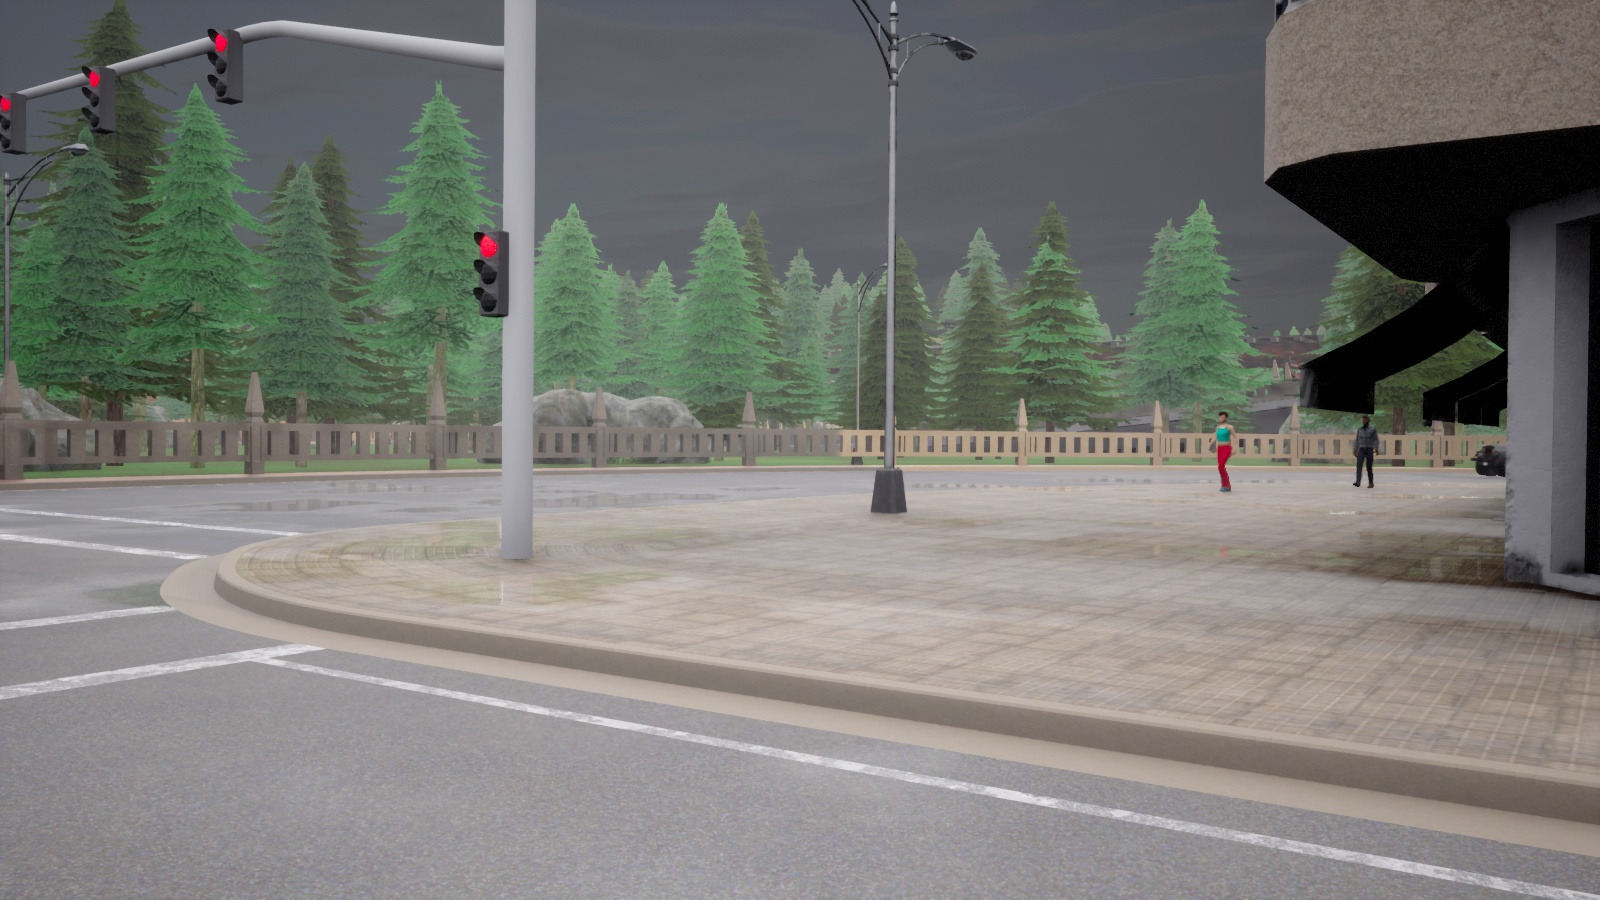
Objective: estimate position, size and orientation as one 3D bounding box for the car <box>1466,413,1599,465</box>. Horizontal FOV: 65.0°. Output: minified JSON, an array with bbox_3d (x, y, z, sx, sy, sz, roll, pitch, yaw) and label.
[{"bbox_3d":[27.149,-0.410,46.607,3.866,1.878,1.905,0,1,5],"label":"car"}]

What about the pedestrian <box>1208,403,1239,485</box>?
[{"bbox_3d":[9.502,-0.141,28.182,0.594,1.836,0.345,-1,1,-26],"label":"pedestrian"}]

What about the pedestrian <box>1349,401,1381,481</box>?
[{"bbox_3d":[14.032,-0.224,31.175,0.788,1.949,0.423,-1,1,-41],"label":"pedestrian"}]
